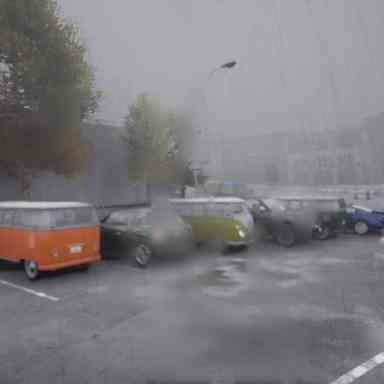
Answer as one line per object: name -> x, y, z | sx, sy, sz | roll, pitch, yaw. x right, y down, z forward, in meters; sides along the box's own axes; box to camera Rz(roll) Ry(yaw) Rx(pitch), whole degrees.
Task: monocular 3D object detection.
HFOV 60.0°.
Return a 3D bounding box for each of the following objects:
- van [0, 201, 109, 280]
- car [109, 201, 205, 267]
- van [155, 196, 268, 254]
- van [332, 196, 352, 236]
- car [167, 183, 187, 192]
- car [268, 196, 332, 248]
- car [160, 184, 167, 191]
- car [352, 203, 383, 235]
van -> -4.754, 1.264, 9.903 | 4.442, 1.987, 1.878 | -1, 0, 36
car -> -2.136, 1.342, 11.486 | 4.553, 1.767, 2.185 | -1, 0, 36
van -> 0.434, 1.221, 13.108 | 4.442, 1.987, 1.878 | -1, -1, 36
van -> 5.232, 1.185, 16.567 | 4.442, 1.987, 1.878 | -1, 0, 36
car -> -2.331, -0.796, 61.772 | 2.163, 1.488, 4.792 | 1, 6, 17
car -> 2.858, 1.177, 14.823 | 5.566, 2.045, 2.435 | -1, -1, 36
car -> -4.703, -0.954, 63.548 | 2.231, 1.521, 4.892 | 1, 6, 16
car -> 7.828, 1.388, 18.157 | 5.008, 1.535, 2.097 | -1, 0, 36
